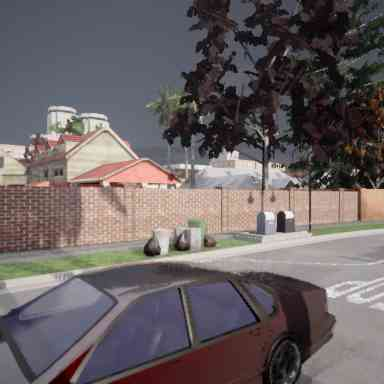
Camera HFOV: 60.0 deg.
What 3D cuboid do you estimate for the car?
[{"bbox_3d":[-0.567,1.548,3.547,5.357,1.411,2.033,0,0,-38],"label":"car"}]
